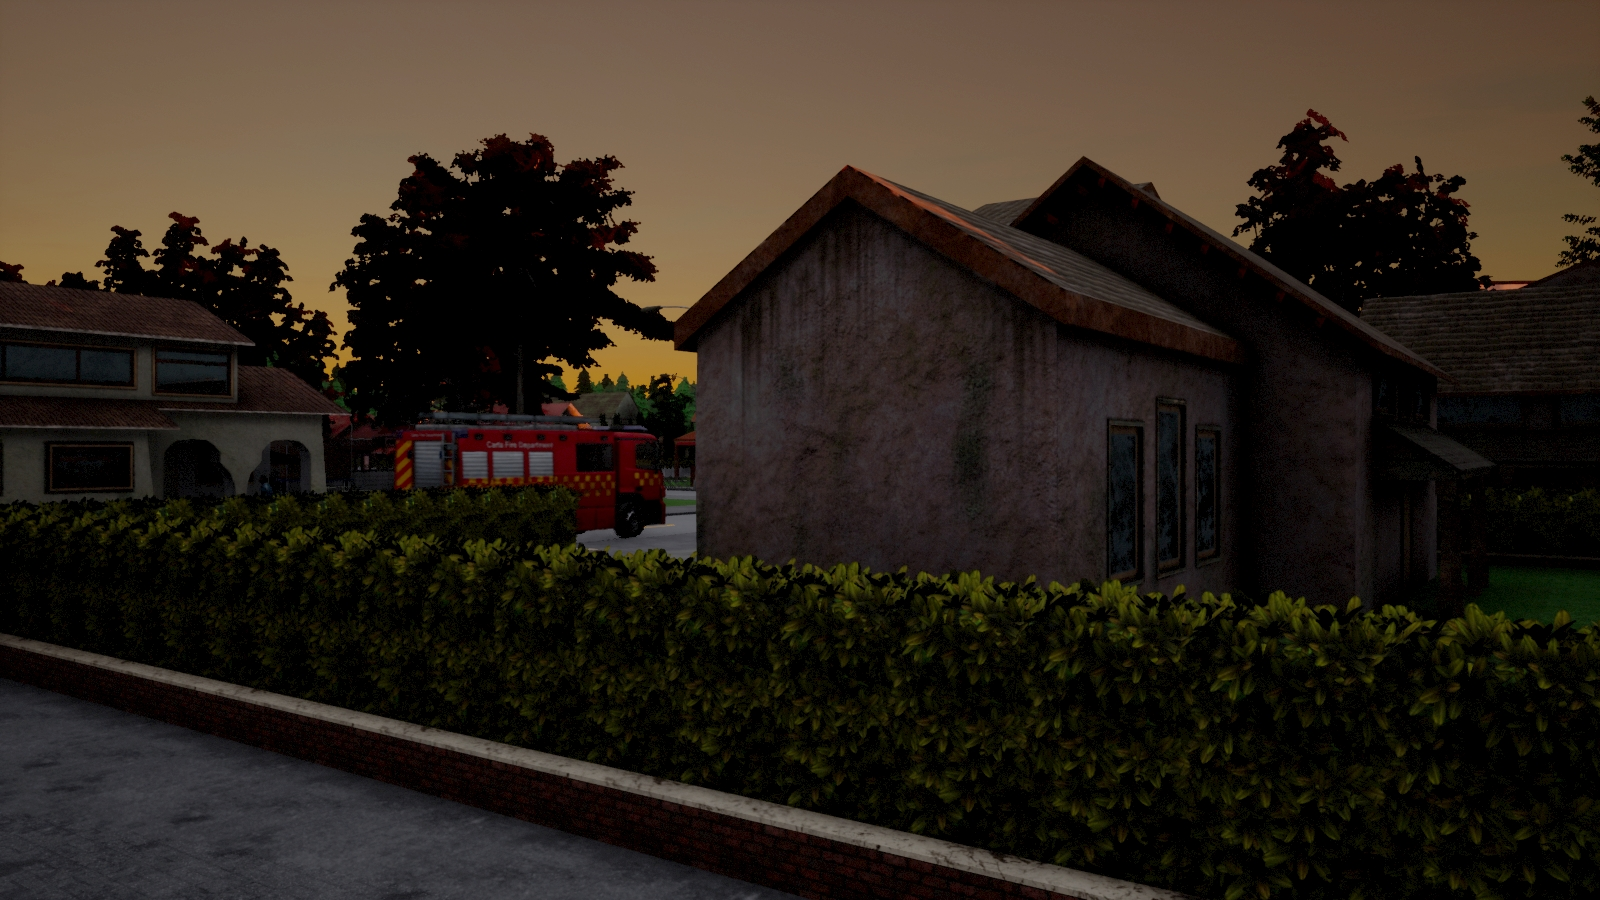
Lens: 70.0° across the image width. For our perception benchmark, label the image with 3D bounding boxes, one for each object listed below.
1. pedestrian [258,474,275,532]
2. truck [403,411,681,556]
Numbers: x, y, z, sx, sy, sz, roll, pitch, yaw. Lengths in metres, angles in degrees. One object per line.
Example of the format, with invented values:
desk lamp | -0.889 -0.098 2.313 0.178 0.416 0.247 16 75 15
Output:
pedestrian | -17.374 1.733 37.186 0.375 1.860 0.375 0 0 40
truck | -7.474 0.880 34.494 2.891 3.827 8.468 0 0 35
